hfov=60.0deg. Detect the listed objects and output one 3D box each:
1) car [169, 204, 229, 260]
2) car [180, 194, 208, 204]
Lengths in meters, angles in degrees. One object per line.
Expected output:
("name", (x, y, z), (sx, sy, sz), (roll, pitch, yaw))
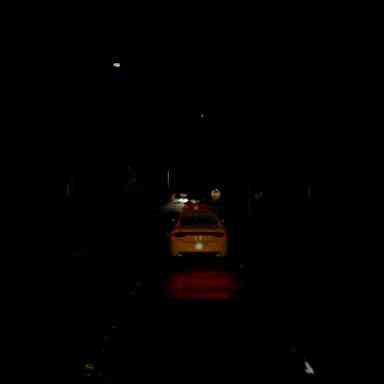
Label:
("car", (0.227, 1.428, 12.287), (1.882, 1.535, 5.008), (0, 1, 0))
("car", (0.314, 1.240, 27.813), (2.097, 1.767, 4.553), (0, 0, 0))
